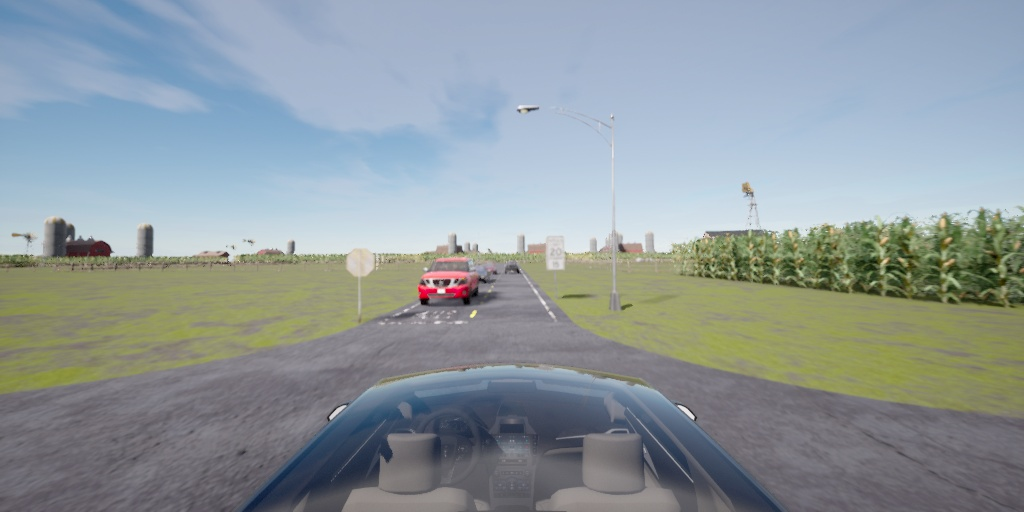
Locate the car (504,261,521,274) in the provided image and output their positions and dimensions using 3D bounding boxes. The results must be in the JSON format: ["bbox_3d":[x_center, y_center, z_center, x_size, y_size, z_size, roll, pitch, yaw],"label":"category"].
[{"bbox_3d":[0.024,1.482,45.601,1.837,1.490,4.892,-1,0,0],"label":"car"}]

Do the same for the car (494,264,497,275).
[{"bbox_3d":[-2.793,1.529,43.819,1.812,1.442,4.674,-1,0,0],"label":"car"}]

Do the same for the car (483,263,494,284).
[{"bbox_3d":[-2.833,1.477,29.403,2.033,1.411,5.357,-1,0,0],"label":"car"}]

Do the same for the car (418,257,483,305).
[{"bbox_3d":[-2.846,1.085,17.226,2.150,2.045,5.566,-1,0,0],"label":"car"}]
